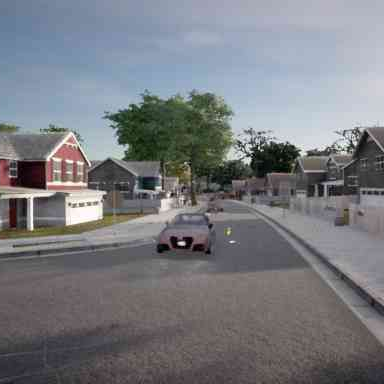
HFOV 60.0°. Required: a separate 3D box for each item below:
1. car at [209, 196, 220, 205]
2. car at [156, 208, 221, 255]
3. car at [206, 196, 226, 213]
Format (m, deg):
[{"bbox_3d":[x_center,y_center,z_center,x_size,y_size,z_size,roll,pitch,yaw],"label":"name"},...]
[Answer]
[{"bbox_3d":[4.154,1.511,62.405,1.882,1.535,5.008,0,0,1],"label":"car"},{"bbox_3d":[-0.078,1.573,13.347,1.994,1.385,4.181,0,0,8],"label":"car"},{"bbox_3d":[2.756,1.592,38.056,1.837,1.490,4.892,0,0,5],"label":"car"}]
